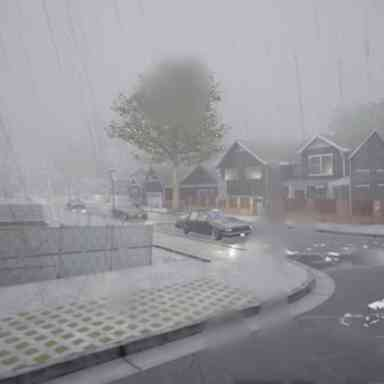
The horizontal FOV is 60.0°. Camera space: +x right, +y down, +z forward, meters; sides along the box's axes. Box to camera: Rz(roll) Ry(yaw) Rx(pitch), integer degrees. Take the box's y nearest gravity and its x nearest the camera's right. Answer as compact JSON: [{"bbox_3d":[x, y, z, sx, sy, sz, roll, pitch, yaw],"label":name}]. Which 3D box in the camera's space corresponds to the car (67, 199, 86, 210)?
[{"bbox_3d":[-16.213,1.677,46.416,2.033,1.411,5.357,-3,1,-29],"label":"car"}]

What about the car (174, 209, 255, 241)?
[{"bbox_3d":[0.982,1.669,18.198,2.033,1.411,5.357,-3,2,-33],"label":"car"}]

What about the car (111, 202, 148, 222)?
[{"bbox_3d":[-5.352,1.618,28.016,1.837,1.490,4.892,-3,2,-32],"label":"car"}]
